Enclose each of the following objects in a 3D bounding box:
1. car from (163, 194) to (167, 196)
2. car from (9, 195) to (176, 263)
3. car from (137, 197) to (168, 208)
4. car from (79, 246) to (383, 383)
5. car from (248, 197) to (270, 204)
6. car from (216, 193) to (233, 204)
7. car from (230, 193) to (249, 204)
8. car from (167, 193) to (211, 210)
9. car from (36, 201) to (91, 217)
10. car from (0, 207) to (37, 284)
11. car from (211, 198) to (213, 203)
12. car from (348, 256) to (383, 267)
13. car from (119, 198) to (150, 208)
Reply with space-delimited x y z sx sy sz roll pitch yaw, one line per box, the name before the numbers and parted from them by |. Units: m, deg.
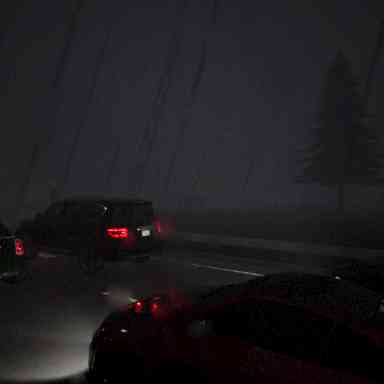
car | -2.908 1.220 46.099 2.150 2.045 5.566 0 0 36
car | -3.445 1.221 10.707 5.566 2.045 2.150 0 0 36
car | -5.671 1.526 48.255 1.812 1.442 4.674 0 0 36
car | 0.865 1.564 3.371 4.181 1.385 1.994 0 0 35
car | 12.753 1.565 61.460 1.994 1.385 4.181 0 0 36
car | 6.950 1.224 65.387 2.150 2.045 5.566 0 0 36
car | 9.859 1.479 63.434 1.882 1.535 5.008 0 0 36
car | -0.288 1.220 43.752 2.150 2.045 5.566 0 0 36
car | -12.579 1.601 32.851 1.895 1.301 4.718 0 0 36
car | -6.188 1.352 8.364 4.553 1.767 2.097 0 0 36
car | 2.120 1.477 64.761 1.882 1.535 5.008 0 0 37
car | 4.734 1.478 4.913 5.008 1.535 1.882 0 0 35
car | -8.609 1.601 50.161 1.895 1.301 4.718 0 0 36
